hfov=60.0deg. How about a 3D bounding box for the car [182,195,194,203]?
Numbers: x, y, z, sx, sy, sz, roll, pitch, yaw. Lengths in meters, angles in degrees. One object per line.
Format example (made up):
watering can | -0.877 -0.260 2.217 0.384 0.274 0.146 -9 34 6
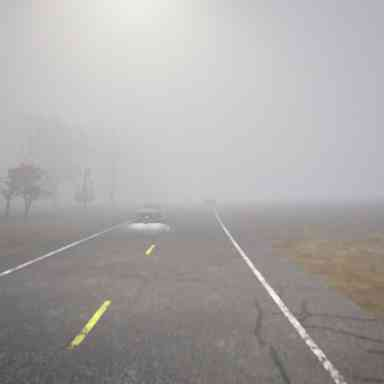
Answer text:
car | -0.710 1.388 67.508 2.097 1.767 4.553 0 0 5

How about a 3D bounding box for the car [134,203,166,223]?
car | -3.154 1.584 25.787 1.994 1.385 4.181 0 0 2

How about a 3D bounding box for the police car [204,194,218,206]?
police car | 2.942 1.458 55.335 1.930 1.638 5.238 0 0 4

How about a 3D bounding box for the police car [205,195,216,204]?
police car | 3.672 1.460 65.274 1.930 1.638 5.238 0 0 5

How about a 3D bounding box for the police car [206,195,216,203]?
police car | 4.167 1.461 71.234 1.930 1.638 5.238 0 0 5
